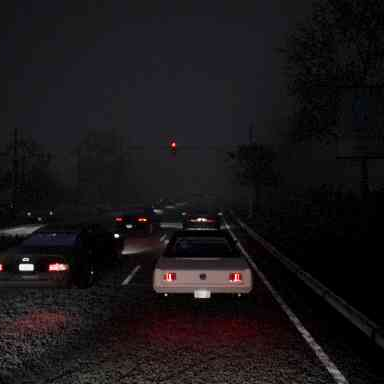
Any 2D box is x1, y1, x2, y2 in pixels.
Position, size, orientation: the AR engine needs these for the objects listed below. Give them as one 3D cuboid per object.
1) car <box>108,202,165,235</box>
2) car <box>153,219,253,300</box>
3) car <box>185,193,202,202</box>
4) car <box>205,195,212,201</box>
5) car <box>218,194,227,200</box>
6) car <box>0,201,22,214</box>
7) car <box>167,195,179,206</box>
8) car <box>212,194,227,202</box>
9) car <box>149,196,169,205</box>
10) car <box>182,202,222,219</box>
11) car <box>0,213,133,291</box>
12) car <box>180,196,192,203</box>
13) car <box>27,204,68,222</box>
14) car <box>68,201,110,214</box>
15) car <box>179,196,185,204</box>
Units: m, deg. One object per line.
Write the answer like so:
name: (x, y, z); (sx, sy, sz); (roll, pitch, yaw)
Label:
car: (-2.939, 1.526, 18.713); (1.812, 1.442, 4.674); (0, 0, 4)
car: (0.232, 1.601, 8.373); (1.895, 1.301, 4.718); (0, 0, 1)
car: (0.588, 1.221, 60.515); (2.150, 2.045, 5.566); (0, 0, 7)
car: (4.469, 1.525, 86.610); (2.128, 1.511, 4.902); (0, 0, 11)
car: (7.979, 1.346, 86.357); (1.882, 1.535, 5.008); (0, 0, 11)
car: (-20.840, 1.602, 35.577); (4.718, 1.301, 1.895); (0, 0, 6)
car: (-3.890, 1.352, 54.122); (2.097, 1.767, 4.553); (0, 0, 7)
car: (6.316, 1.548, 76.652); (1.994, 1.385, 4.181); (0, 0, 10)
car: (-4.830, 1.601, 45.201); (1.895, 1.301, 4.718); (0, 0, 5)
car: (0.522, 1.505, 17.598); (1.837, 1.490, 4.892); (0, 0, 2)
car: (-3.256, 1.547, 9.136); (2.033, 1.411, 5.357); (0, 0, 1)
car: (-1.342, 1.552, 72.995); (1.994, 1.385, 4.181); (0, 0, 8)
car: (-11.052, 1.601, 25.407); (1.895, 1.301, 4.718); (0, 0, -11)
car: (-11.073, 1.601, 35.216); (4.718, 1.301, 1.895); (0, 0, -2)
car: (-2.776, 1.504, 63.039); (1.837, 1.490, 4.892); (0, 0, 8)
